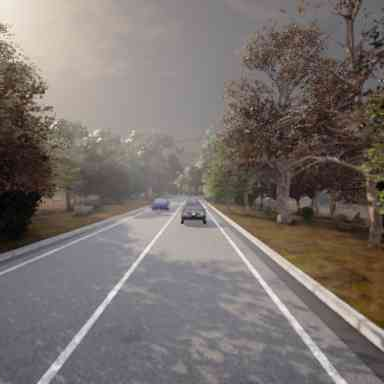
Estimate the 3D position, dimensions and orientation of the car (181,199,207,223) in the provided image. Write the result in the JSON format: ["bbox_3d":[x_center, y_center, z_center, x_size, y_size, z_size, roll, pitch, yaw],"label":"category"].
[{"bbox_3d":[0.116,1.528,25.009,2.033,1.411,5.357,0,0,0],"label":"car"}]

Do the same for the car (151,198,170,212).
[{"bbox_3d":[-3.559,1.435,38.306,1.882,1.535,5.008,0,0,0],"label":"car"}]
